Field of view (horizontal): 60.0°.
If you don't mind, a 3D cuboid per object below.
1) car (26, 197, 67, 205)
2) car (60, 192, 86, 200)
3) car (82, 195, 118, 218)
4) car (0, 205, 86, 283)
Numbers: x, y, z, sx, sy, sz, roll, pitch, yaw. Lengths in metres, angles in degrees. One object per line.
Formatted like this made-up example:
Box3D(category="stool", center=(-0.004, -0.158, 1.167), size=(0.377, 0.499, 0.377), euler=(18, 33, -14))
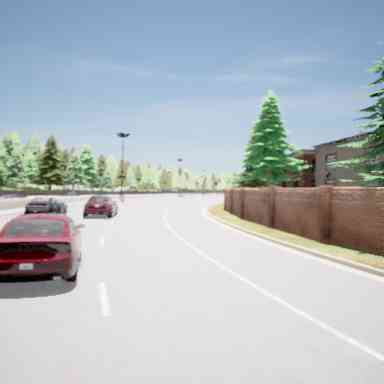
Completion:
Box3D(category="car", center=(-10.466, 1.099, 24.152), size=(2.128, 1.511, 4.902), euler=(2, 0, -6))
Box3D(category="car", center=(-22.016, 0.697, 61.616), size=(2.033, 1.411, 5.357), euler=(2, 0, 11))
Box3D(category="car", center=(-7.186, 1.040, 26.622), size=(2.097, 1.767, 4.553), euler=(2, 0, -6))
Box3D(category="car", center=(-4.048, 1.326, 9.096), size=(1.882, 1.535, 5.008), euler=(1, 0, -17))
